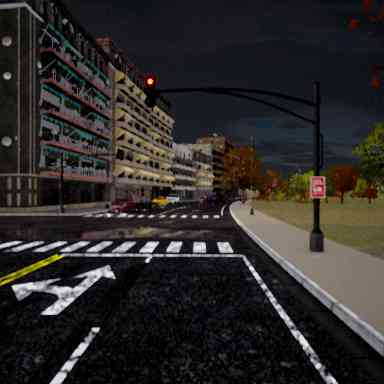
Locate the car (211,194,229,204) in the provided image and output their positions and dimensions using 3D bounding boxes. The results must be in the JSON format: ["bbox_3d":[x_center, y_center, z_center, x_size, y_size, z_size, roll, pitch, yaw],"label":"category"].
[{"bbox_3d":[5.788,1.504,68.750,2.150,2.045,5.566,0,0,10],"label":"car"}]

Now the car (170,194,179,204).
[{"bbox_3d":[-4.041,1.499,69.044,2.150,2.045,5.566,0,0,9],"label":"car"}]

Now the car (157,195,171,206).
[{"bbox_3d":[-5.631,1.690,58.592,1.882,1.535,5.008,0,0,8],"label":"car"}]

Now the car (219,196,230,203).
[{"bbox_3d":[7.680,1.838,79.212,2.128,1.511,4.902,0,0,12],"label":"car"}]

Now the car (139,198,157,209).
[{"bbox_3d":[-6.980,1.759,48.379,1.895,1.301,4.718,0,0,7],"label":"car"}]

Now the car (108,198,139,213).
[{"bbox_3d":[-8.009,1.458,38.351,2.097,1.767,4.553,0,0,5],"label":"car"}]

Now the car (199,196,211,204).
[{"bbox_3d":[2.570,1.775,69.211,2.128,1.511,4.902,0,0,10],"label":"car"}]

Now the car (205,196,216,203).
[{"bbox_3d":[4.405,1.783,79.409,1.882,1.535,5.008,0,0,12],"label":"car"}]
